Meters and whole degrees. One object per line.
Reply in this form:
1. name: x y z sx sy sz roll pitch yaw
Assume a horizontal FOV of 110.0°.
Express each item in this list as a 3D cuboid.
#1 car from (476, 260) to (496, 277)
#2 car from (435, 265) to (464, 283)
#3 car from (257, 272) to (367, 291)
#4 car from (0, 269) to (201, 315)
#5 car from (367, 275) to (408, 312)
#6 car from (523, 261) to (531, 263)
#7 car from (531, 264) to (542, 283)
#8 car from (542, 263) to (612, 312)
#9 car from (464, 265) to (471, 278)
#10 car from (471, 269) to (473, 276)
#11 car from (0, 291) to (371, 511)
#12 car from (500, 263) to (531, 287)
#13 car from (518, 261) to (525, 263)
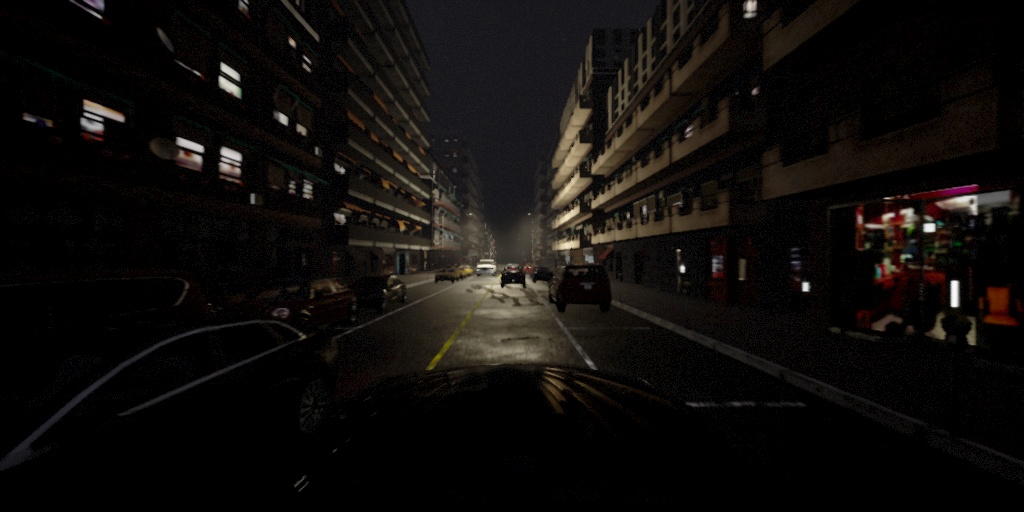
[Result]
1. car: -3.056 1.446 43.269 2.150 2.045 5.566 0 -1 0
2. car: -5.693 1.620 31.857 1.751 1.417 4.829 0 0 0
3. car: -5.693 1.277 9.372 1.967 1.591 4.097 0 0 0
4. car: -5.692 1.088 3.709 2.192 1.841 5.009 0 0 0
5. car: -5.692 1.467 15.036 1.948 1.339 4.313 0 0 0
6. car: 2.688 1.793 54.648 1.967 1.591 4.097 0 0 0
7. car: 2.688 1.659 31.994 1.948 1.339 4.313 0 0 0
8. car: 2.688 1.215 15.004 2.192 1.841 5.009 0 0 0
9. car: -5.693 1.685 37.521 1.751 1.417 4.829 0 0 0
10. car: -5.693 1.749 43.184 1.751 1.417 4.829 0 0 0
11. car: -3.101 1.253 2.623 2.128 1.511 4.902 0 -1 0
12. car: 0.096 1.533 27.335 2.128 1.511 4.902 0 -1 0
13. car: 0.057 1.697 41.681 2.128 1.511 4.902 0 -1 0
